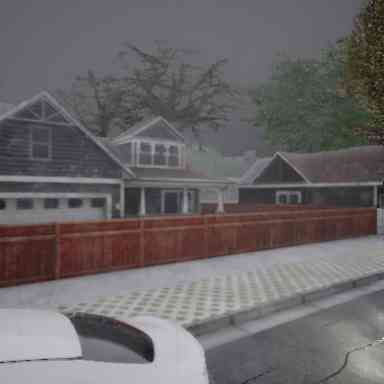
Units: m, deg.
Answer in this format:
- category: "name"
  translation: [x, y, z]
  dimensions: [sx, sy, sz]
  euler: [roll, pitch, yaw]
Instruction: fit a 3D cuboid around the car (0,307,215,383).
- category: "car"
  translation: [-1.893, 1.528, 1.701]
  dimensions: [4.674, 1.442, 1.812]
  euler: [1, 0, -36]
